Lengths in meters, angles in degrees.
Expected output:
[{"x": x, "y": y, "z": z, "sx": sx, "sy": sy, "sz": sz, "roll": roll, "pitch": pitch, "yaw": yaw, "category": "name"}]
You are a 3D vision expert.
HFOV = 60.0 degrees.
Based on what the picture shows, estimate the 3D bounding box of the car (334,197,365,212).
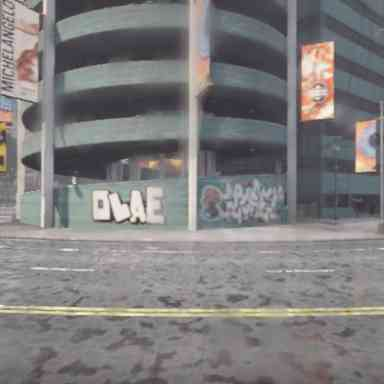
[{"x": 21.703, "y": 1.734, "z": 45.831, "sx": 5.566, "sy": 2.045, "sz": 2.435, "roll": 1, "pitch": -1, "yaw": -36, "category": "car"}]
